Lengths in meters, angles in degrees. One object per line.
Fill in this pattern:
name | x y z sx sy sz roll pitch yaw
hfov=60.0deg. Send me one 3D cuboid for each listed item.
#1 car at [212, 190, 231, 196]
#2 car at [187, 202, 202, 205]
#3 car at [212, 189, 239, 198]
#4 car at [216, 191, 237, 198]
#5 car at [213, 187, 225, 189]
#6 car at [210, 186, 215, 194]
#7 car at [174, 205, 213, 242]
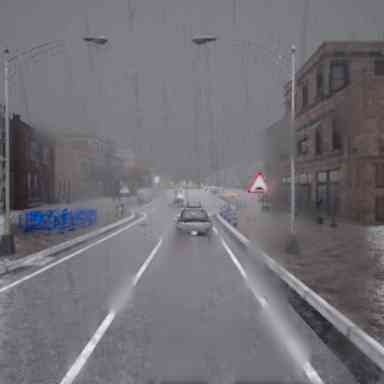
car | 8.025 0.143 90.448 5.008 1.535 2.097 0 2 -1
car | 0.250 1.684 31.566 2.128 1.511 4.902 0 0 2
car | 8.006 0.631 76.675 5.366 1.575 1.946 0 2 -1
car | 8.163 0.569 79.434 4.674 1.452 2.002 0 2 -1
car | 8.095 0.301 82.181 4.553 1.767 2.185 0 2 -1
car | 8.124 0.078 84.931 5.566 2.045 2.435 0 2 -1
car | 0.095 1.664 17.444 2.128 1.511 4.902 0 0 0
